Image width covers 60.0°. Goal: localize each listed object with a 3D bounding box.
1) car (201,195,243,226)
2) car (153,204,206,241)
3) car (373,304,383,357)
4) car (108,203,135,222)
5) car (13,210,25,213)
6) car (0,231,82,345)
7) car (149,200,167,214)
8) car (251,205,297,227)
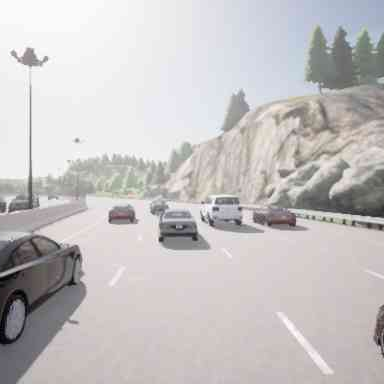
[{"bbox_3d":[1.962,1.231,23.507,2.150,2.045,5.566,0,0,-7],"label":"car"},{"bbox_3d":[-0.795,1.559,16.868,2.033,1.411,5.357,0,0,-6],"label":"car"},{"bbox_3d":[3.470,1.558,2.823,1.994,1.385,4.181,0,0,-1],"label":"car"},{"bbox_3d":[-5.618,1.592,26.945,1.994,1.385,4.181,0,0,-8],"label":"car"},{"bbox_3d":[-18.246,1.281,36.559,2.150,2.045,5.566,0,0,-12],"label":"car"},{"bbox_3d":[-3.625,1.489,6.388,1.882,1.535,5.008,0,0,-2],"label":"car"},{"bbox_3d":[-3.588,1.576,35.844,2.033,1.411,5.357,0,0,-11],"label":"car"},{"bbox_3d":[5.529,1.565,22.886,1.994,1.385,4.181,0,0,-7],"label":"car"}]
